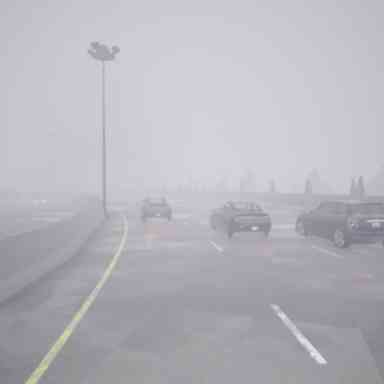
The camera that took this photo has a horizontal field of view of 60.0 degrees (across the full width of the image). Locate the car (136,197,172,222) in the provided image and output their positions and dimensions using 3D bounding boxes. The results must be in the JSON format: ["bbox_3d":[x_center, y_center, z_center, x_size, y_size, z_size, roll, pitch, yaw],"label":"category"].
[{"bbox_3d":[-2.587,1.087,22.252,2.128,1.511,4.902,0,1,-14],"label":"car"}]

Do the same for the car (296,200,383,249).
[{"bbox_3d":[5.985,1.092,13.373,2.097,1.767,4.553,0,1,-7],"label":"car"}]

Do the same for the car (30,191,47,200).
[{"bbox_3d":[-25.355,0.599,54.721,1.994,1.385,4.181,-1,1,-35],"label":"car"}]

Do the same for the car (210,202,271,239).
[{"bbox_3d":[2.125,1.196,15.673,2.128,1.511,4.902,0,1,-9],"label":"car"}]

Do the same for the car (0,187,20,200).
[{"bbox_3d":[-30.767,0.243,56.109,2.150,2.045,5.566,-1,1,-38],"label":"car"}]
